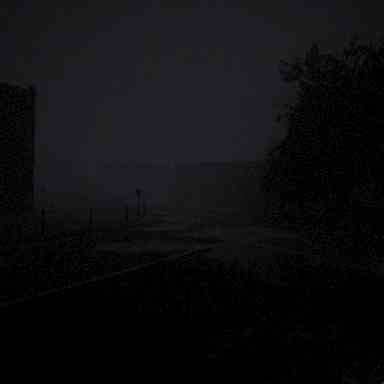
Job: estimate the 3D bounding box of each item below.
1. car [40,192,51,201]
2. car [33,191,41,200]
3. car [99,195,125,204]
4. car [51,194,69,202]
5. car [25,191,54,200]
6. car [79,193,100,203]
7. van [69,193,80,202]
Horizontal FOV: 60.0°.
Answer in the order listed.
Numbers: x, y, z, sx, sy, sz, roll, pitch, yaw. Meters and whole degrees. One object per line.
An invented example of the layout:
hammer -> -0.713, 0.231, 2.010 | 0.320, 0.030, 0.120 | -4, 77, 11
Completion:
car -> -29.542, 1.166, 72.408 | 2.097, 1.535, 5.008 | 2, 0, 29
car -> -31.858, 1.106, 73.703 | 2.231, 1.521, 4.892 | 2, 0, 29
car -> -14.959, 1.536, 64.312 | 2.163, 1.488, 4.792 | 1, 0, 29
car -> -26.981, 1.109, 71.035 | 2.185, 1.767, 4.553 | 2, 0, 29
car -> -34.270, 0.789, 75.069 | 2.435, 2.045, 5.566 | 2, 0, 29
car -> -19.681, 1.286, 66.996 | 2.185, 1.767, 4.553 | 1, 0, 29
van -> -22.294, 1.127, 68.275 | 1.878, 1.987, 4.442 | 1, 0, 29
